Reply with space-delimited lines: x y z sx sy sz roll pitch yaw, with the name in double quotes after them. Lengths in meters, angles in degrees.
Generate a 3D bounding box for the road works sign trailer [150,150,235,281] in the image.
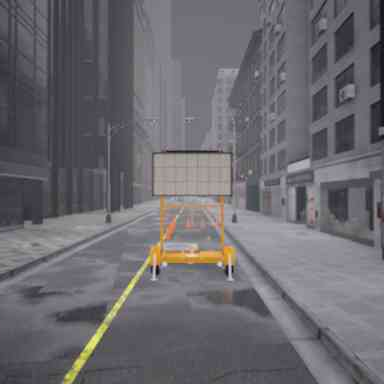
0.008 0.539 10.105 2.380 3.560 2.880 0 0 0 "road works sign trailer"

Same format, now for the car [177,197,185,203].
-2.918 2.119 88.318 2.033 1.411 5.357 0 0 0 "car"
